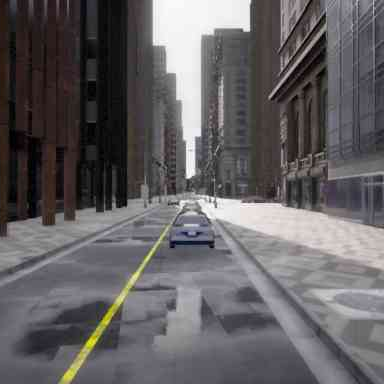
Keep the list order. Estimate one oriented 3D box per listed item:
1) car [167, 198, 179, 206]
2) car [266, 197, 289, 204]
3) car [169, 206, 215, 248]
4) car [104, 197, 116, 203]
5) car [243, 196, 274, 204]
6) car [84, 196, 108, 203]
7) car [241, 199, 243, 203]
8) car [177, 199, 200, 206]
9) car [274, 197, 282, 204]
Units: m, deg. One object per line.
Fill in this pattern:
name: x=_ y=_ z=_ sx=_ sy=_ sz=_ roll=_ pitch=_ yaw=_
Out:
car: x=-3.000 y=1.630 z=55.105 sx=1.994 sy=1.385 sz=4.181 roll=0 pitch=0 yaw=0
car: x=18.002 y=1.725 z=69.976 sx=4.403 sy=1.369 sz=2.008 roll=0 pitch=-1 yaw=0
car: x=0.000 y=1.567 z=14.652 sx=2.033 sy=1.411 sz=5.357 roll=0 pitch=0 yaw=0
car: x=-14.590 y=1.464 z=61.344 sx=4.829 sy=1.417 sz=1.752 roll=0 pitch=-1 yaw=0
car: x=12.331 y=1.571 z=61.433 sx=4.403 sy=1.369 sz=2.008 roll=0 pitch=-1 yaw=0
car: x=-20.159 y=1.609 z=69.849 sx=4.403 sy=1.369 sz=2.008 roll=0 pitch=-1 yaw=0
car: x=12.332 y=1.594 z=69.959 sx=4.097 sy=1.590 sz=1.967 roll=0 pitch=-1 yaw=0
car: x=-0.001 y=1.576 z=29.653 sx=2.033 sy=1.411 sz=5.357 roll=0 pitch=0 yaw=0
car: x=18.001 y=1.607 z=61.452 sx=4.313 sy=1.339 sz=1.947 roll=0 pitch=-1 yaw=0
